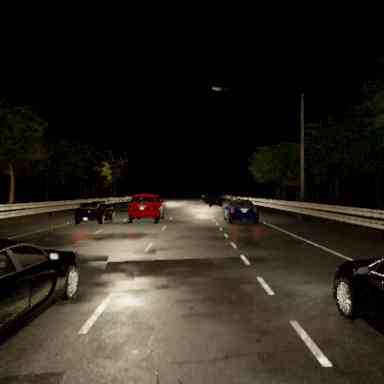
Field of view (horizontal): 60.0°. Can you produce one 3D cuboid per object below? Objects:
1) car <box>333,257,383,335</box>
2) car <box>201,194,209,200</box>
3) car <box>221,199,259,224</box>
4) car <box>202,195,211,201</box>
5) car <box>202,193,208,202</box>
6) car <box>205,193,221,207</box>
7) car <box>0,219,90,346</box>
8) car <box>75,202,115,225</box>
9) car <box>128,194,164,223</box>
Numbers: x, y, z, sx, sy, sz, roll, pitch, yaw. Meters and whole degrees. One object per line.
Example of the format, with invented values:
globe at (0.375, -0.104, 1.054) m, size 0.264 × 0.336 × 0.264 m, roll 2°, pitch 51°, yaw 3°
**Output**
car at (3.599, 1.500, 4.421) m, size 1.837 × 1.490 × 4.892 m, roll 0°, pitch 0°, yaw 0°
car at (3.653, 1.474, 93.782) m, size 2.128 × 1.511 × 4.902 m, roll 0°, pitch 0°, yaw 0°
car at (3.596, 1.330, 24.968) m, size 2.097 × 1.767 × 4.553 m, roll 0°, pitch 0°, yaw 0°
car at (3.604, 1.543, 82.782) m, size 1.994 × 1.385 × 4.181 m, roll 0°, pitch 0°, yaw 0°
car at (3.525, 1.195, 60.836) m, size 2.150 × 2.045 × 5.566 m, roll 0°, pitch 0°, yaw 0°
car at (3.504, 1.402, 49.820) m, size 2.033 × 1.649 × 4.856 m, roll 0°, pitch 0°, yaw 0°
car at (-3.401, 1.473, 5.292) m, size 1.882 × 1.535 × 5.008 m, roll 0°, pitch 0°, yaw 0°
car at (-6.902, 1.484, 23.949) m, size 1.837 × 1.490 × 4.892 m, roll 0°, pitch 0°, yaw 0°
car at (-3.402, 1.199, 25.290) m, size 2.150 × 2.045 × 5.566 m, roll 0°, pitch 0°, yaw 0°
